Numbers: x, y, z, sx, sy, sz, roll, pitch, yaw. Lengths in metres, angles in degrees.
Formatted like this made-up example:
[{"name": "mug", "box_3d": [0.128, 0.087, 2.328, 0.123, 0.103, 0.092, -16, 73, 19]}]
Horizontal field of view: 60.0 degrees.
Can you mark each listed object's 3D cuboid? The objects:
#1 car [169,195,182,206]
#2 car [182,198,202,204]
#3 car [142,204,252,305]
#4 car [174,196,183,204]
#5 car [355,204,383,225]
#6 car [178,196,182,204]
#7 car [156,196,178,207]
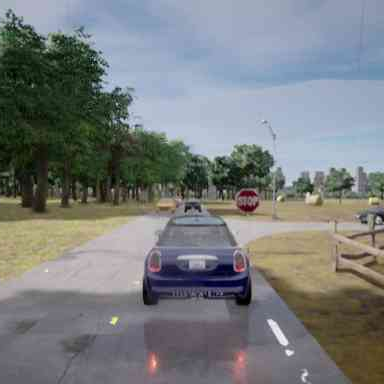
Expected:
[{"name": "car", "box_3d": [-2.790, 1.480, 57.286, 2.097, 1.767, 4.553, 0, 0, 1]}, {"name": "car", "box_3d": [0.097, 1.535, 39.218, 1.837, 1.490, 4.892, 0, 0, 0]}, {"name": "car", "box_3d": [0.099, 1.346, 8.217, 2.097, 1.767, 4.553, 0, 0, 0]}, {"name": "car", "box_3d": [-2.757, 1.687, 69.463, 1.837, 1.490, 4.892, 0, 0, 0]}, {"name": "car", "box_3d": [14.185, 1.557, 23.648, 4.892, 1.490, 1.837, 0, -2, 0]}, {"name": "car", "box_3d": [-2.845, 1.633, 47.155, 1.994, 1.385, 4.181, 0, 0, 0]}, {"name": "car", "box_3d": [-2.847, 1.499, 36.559, 1.882, 1.535, 5.008, 0, 0, 0]}]
